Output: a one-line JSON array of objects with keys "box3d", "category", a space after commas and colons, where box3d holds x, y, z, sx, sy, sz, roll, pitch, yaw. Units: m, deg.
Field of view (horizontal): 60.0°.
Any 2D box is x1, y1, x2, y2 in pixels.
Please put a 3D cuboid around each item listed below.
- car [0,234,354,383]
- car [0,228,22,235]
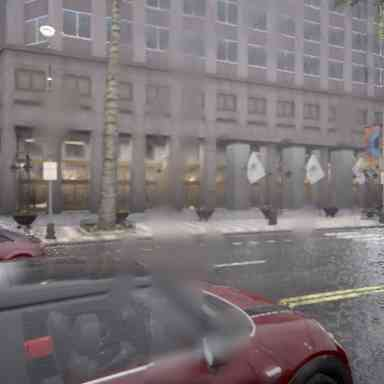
[{"box3d": [-0.722, 1.342, 2.795, 4.553, 1.767, 2.097, 0, 0, -32], "category": "car"}, {"box3d": [-5.835, 1.527, 8.144, 4.181, 1.385, 1.994, 0, 0, -32], "category": "car"}]
